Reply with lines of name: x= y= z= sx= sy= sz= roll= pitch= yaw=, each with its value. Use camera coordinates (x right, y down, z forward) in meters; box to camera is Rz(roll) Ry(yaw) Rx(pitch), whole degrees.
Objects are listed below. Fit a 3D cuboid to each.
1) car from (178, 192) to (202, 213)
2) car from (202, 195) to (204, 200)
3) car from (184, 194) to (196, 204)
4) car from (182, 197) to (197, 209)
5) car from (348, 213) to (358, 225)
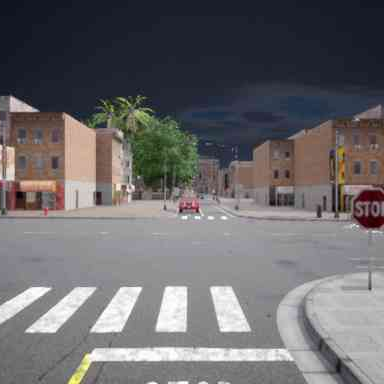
car: x=-0.312 y=1.237 z=37.346 sx=2.150 sy=2.045 sz=5.566 roll=0 pitch=0 yaw=0
car: x=2.466 y=1.558 z=95.605 sx=1.947 sy=1.339 sz=4.313 roll=0 pitch=0 yaw=0
car: x=-0.406 y=1.358 z=62.306 sx=2.097 sy=1.767 sz=4.553 roll=0 pitch=0 yaw=0
car: x=-0.362 y=1.503 z=47.743 sx=2.128 sy=1.511 sz=4.902 roll=0 pitch=0 yaw=0
car: x=13.316 y=1.503 z=22.986 sx=4.553 sy=1.767 sz=2.097 roll=1 pitch=0 yaw=0
